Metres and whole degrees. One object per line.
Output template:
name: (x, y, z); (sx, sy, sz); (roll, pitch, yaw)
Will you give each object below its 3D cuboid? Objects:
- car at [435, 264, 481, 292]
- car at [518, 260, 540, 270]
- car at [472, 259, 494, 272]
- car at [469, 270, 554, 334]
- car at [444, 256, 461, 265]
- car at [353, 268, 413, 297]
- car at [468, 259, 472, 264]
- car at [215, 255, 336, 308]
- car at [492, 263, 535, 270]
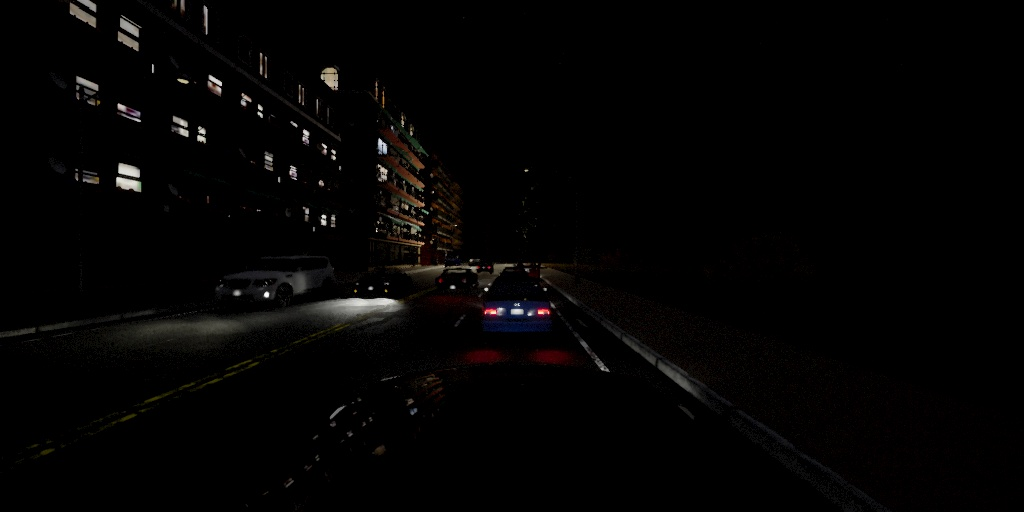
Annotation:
car: (-3.126, 1.354, 21.215); (1.895, 1.301, 4.718); (0, 0, 0)
car: (1.173, 1.104, 29.833); (2.097, 1.767, 4.553); (0, 0, 0)
car: (-3.096, 1.300, 41.807); (2.033, 1.411, 5.357); (0, 0, 0)
car: (0.112, 1.299, 10.565); (2.033, 1.411, 5.357); (0, 0, 0)
car: (-9.756, 0.976, 59.364); (2.150, 2.045, 5.566); (0, 0, 0)
car: (-6.580, 1.316, 18.689); (1.994, 1.385, 4.181); (0, 0, 0)
car: (-6.491, 1.244, 62.235); (2.128, 1.511, 4.902); (0, 0, 0)
car: (-9.833, 0.974, 15.588); (2.150, 2.045, 5.566); (0, 0, 0)
car: (0.118, 1.317, 20.898); (1.994, 1.385, 4.181); (0, 0, 1)
